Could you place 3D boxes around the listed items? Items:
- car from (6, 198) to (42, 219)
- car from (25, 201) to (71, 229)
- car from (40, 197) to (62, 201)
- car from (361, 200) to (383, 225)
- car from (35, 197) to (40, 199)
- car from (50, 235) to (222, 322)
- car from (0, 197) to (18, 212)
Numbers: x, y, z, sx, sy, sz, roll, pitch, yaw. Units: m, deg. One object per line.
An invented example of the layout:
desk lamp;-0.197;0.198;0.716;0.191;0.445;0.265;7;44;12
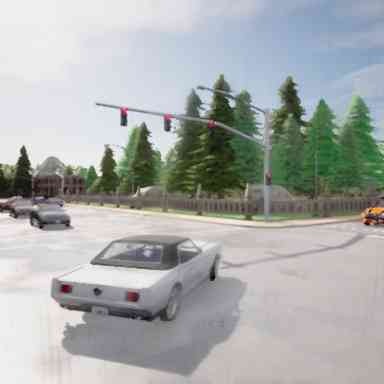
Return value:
car;-15.353;1.556;30.297;1.812;1.442;4.674;0;0;-36
car;-9.556;1.557;22.265;1.812;1.442;4.674;0;0;-36
car;-20.902;1.554;50.294;2.033;1.411;5.357;0;0;-36
car;13.155;1.272;21.815;4.553;1.767;2.097;0;0;-33
car;-26.947;1.531;58.640;1.812;1.442;4.674;0;0;-36
car;-0.720;1.601;7.352;1.895;1.301;4.718;0;0;19
car;-21.217;1.631;38.441;1.895;1.301;4.718;0;0;-36
